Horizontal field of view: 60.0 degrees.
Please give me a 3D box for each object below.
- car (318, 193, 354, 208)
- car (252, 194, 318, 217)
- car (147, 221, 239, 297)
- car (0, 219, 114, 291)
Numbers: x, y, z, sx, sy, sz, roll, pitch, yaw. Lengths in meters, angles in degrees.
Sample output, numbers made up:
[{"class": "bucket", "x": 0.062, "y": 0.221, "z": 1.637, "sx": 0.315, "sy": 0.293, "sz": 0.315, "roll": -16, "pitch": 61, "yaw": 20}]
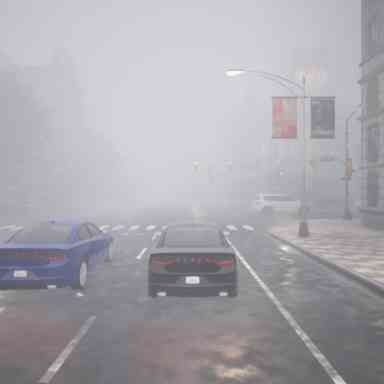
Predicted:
[{"class": "car", "x": 19.604, "y": 1.220, "z": 46.314, "sx": 5.566, "sy": 2.045, "sz": 2.150, "roll": 0, "pitch": 0, "yaw": 0}, {"class": "car", "x": 8.399, "y": 1.220, "z": 31.087, "sx": 5.566, "sy": 2.045, "sz": 2.150, "roll": 0, "pitch": 0, "yaw": 0}, {"class": "car", "x": 0.011, "y": 1.477, "z": 8.627, "sx": 1.882, "sy": 1.535, "sz": 5.008, "roll": 0, "pitch": 0, "yaw": 0}, {"class": "car", "x": -3.485, "y": 1.477, "z": 9.095, "sx": 1.882, "sy": 1.535, "sz": 5.008, "roll": 0, "pitch": 0, "yaw": -2}]
